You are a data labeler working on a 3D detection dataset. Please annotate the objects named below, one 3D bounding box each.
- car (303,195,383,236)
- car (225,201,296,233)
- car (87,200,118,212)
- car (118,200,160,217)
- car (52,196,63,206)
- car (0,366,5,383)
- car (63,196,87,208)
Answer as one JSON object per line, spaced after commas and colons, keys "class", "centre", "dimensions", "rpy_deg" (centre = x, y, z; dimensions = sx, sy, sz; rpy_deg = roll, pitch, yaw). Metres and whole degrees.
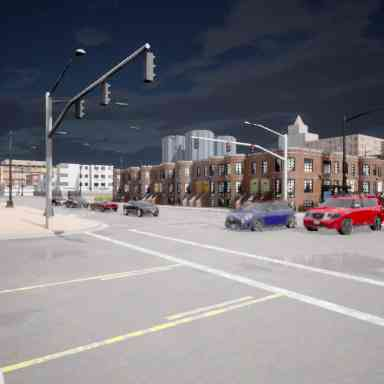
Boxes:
{"class": "car", "centre": [8.706, 1.221, 18.861], "dimensions": [5.566, 2.045, 2.150], "rpy_deg": [0, 0, -36]}
{"class": "car", "centre": [4.140, 1.352, 19.893], "dimensions": [4.553, 1.767, 2.097], "rpy_deg": [0, 0, -36]}
{"class": "car", "centre": [-10.315, 1.601, 38.907], "dimensions": [1.895, 1.301, 4.718], "rpy_deg": [0, 0, -36]}
{"class": "car", "centre": [-4.847, 1.505, 31.338], "dimensions": [1.837, 1.490, 4.892], "rpy_deg": [0, 0, -36]}
{"class": "car", "centre": [-22.288, 1.492, 55.565], "dimensions": [2.128, 1.511, 4.902], "rpy_deg": [0, 0, -35]}
{"class": "car", "centre": [-3.770, 1.221, 1.079], "dimensions": [5.566, 2.045, 2.150], "rpy_deg": [0, 0, -35]}
{"class": "car", "centre": [-16.264, 1.352, 47.154], "dimensions": [2.097, 1.767, 4.553], "rpy_deg": [0, 0, -36]}
